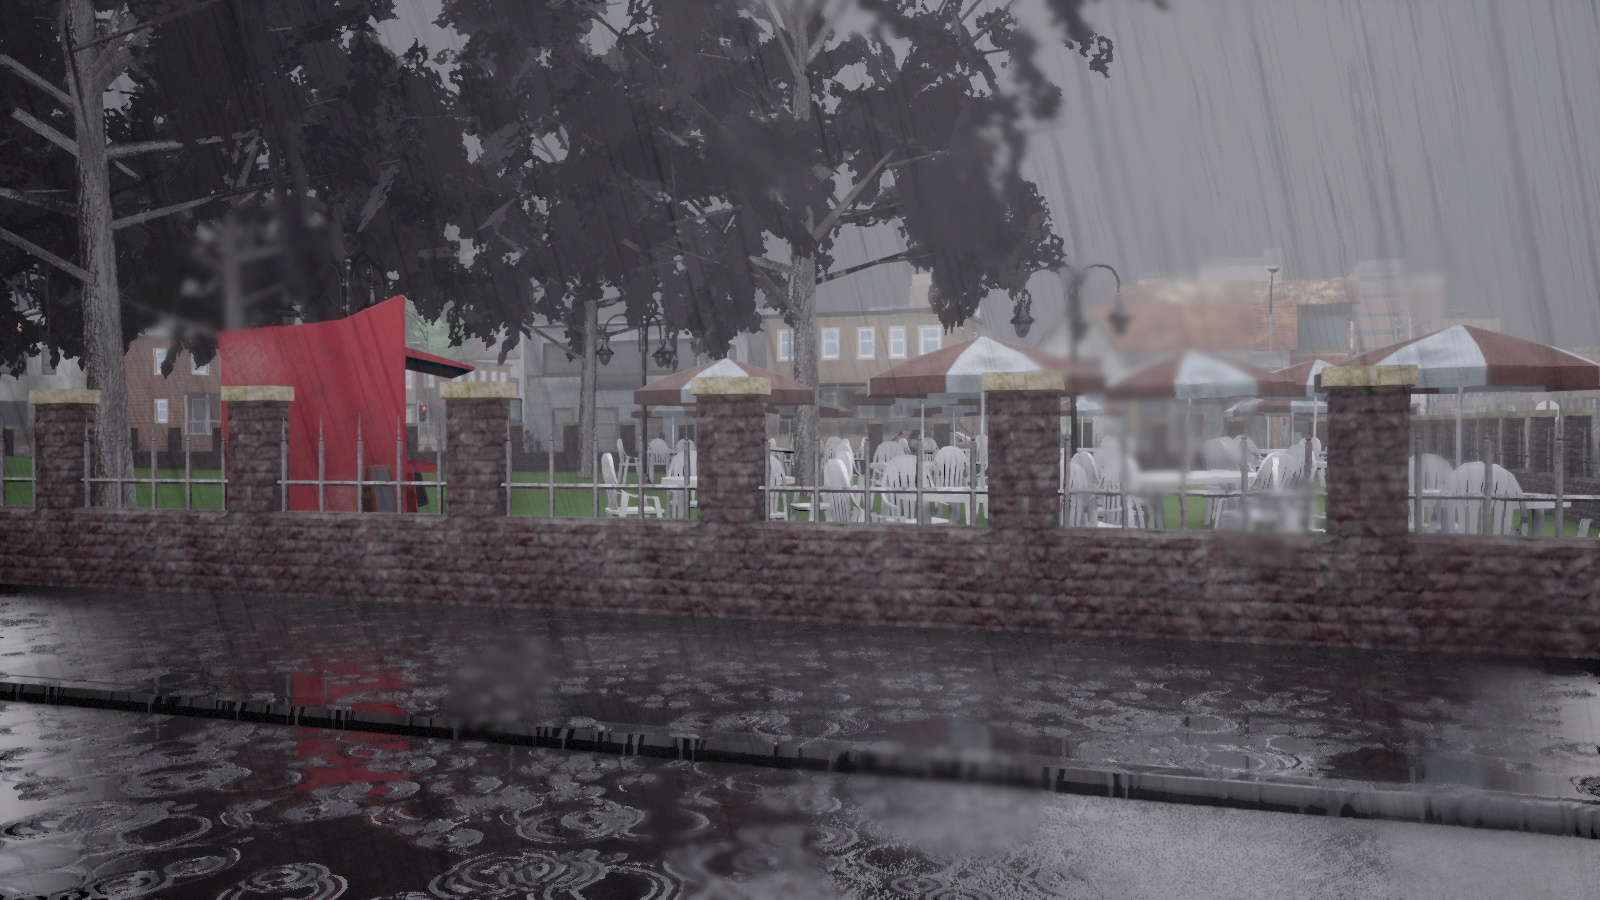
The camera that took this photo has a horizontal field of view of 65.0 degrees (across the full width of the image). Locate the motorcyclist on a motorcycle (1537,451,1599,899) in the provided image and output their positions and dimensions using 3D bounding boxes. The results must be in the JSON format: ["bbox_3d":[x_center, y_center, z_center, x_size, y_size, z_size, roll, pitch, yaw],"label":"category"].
[{"bbox_3d":[2.844,0.776,2.694,2.044,1.523,0.797,0,1,18],"label":"motorcyclist on a motorcycle"}]

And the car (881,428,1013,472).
[{"bbox_3d":[5.807,-0.014,49.503,4.856,1.649,2.033,1,1,19],"label":"car"}]
